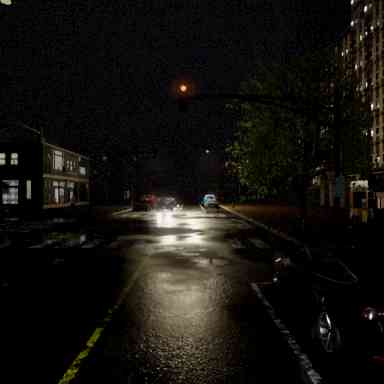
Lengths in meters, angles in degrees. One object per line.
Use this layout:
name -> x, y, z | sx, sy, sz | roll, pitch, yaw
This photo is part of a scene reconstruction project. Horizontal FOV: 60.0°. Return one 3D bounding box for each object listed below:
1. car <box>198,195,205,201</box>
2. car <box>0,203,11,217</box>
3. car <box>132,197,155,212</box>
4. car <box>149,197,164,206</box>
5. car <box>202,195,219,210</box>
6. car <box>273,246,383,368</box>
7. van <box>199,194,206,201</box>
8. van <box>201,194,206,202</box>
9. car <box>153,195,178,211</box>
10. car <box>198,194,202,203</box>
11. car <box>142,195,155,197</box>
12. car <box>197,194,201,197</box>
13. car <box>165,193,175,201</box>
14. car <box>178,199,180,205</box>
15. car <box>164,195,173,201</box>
car -> 2.578, 1.534, 88.371 | 1.752, 1.417, 4.829 | 0, 0, 0
car -> -17.304, 1.371, 27.216 | 4.507, 1.381, 1.887 | 1, -1, -1
car -> -5.736, 1.584, 38.228 | 1.802, 1.307, 4.206 | 0, 0, 0
car -> -5.758, 1.555, 54.881 | 2.008, 1.369, 4.403 | 0, 0, 0
car -> 2.636, 1.528, 43.962 | 1.752, 1.417, 4.829 | 0, 0, 0
car -> 2.687, 1.566, 5.763 | 1.947, 1.339, 4.313 | 0, 0, 0
van -> 2.587, 1.349, 82.650 | 1.690, 1.788, 3.998 | 0, 0, 0
van -> 2.630, 1.345, 49.344 | 1.690, 1.788, 3.998 | 0, 0, 0
car -> -3.145, 1.494, 40.006 | 2.128, 1.511, 4.902 | 0, 0, 0
car -> 2.614, 1.556, 60.446 | 2.008, 1.369, 4.403 | 0, 0, 0
car -> -5.743, 1.318, 43.779 | 2.192, 1.841, 5.009 | 0, 0, 0
car -> 2.600, 1.572, 71.548 | 1.947, 1.339, 4.313 | 0, 0, 0
car -> -5.802, 1.324, 88.187 | 2.192, 1.841, 5.009 | 0, 0, 0
car -> -3.166, 1.567, 49.137 | 1.994, 1.385, 4.181 | 0, 0, -1
car -> -5.795, 1.558, 82.636 | 2.008, 1.369, 4.403 | 0, 0, 0
